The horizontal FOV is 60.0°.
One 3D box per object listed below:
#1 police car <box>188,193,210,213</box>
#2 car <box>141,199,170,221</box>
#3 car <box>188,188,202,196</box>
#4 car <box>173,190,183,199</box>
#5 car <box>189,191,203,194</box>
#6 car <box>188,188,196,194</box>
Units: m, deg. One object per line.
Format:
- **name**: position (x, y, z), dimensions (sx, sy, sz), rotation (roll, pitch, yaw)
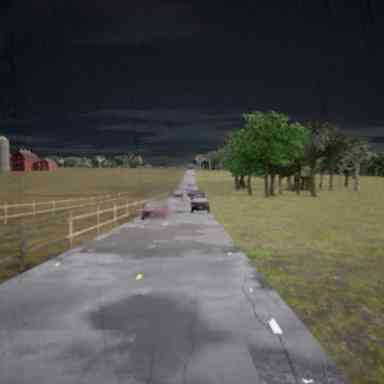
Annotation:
- **police car**: position (0.826, 1.250, 34.350), dimensions (1.930, 1.638, 5.238), rotation (0, 1, 0)
- **car**: position (-2.846, 1.380, 26.562), dimensions (1.882, 1.535, 5.008), rotation (0, 0, 0)
- **car**: position (0.826, 0.739, 50.258), dimensions (2.150, 2.045, 5.566), rotation (0, 1, 0)
- **car**: position (-2.755, 0.453, 67.043), dimensions (1.882, 1.535, 5.008), rotation (0, 2, 0)
- **car**: position (0.825, 1.108, 44.427), dimensions (1.801, 1.575, 5.366), rotation (0, 1, 0)
- **car**: position (0.002, -0.262, 84.837), dimensions (1.895, 1.301, 4.718), rotation (0, 3, 0)
